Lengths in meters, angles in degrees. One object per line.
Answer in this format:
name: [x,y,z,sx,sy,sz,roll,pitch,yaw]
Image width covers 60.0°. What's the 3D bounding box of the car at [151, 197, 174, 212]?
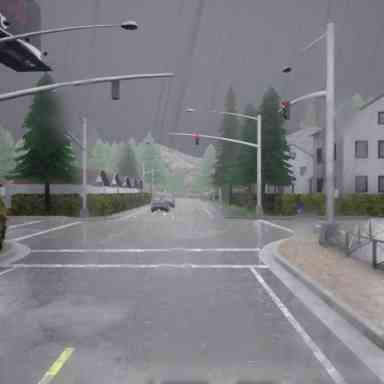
car: [-3.553,1.547,38.420,2.033,1.411,5.357,0,0,0]
